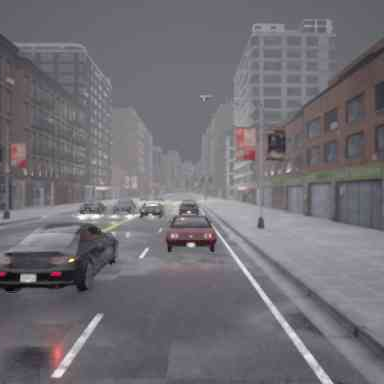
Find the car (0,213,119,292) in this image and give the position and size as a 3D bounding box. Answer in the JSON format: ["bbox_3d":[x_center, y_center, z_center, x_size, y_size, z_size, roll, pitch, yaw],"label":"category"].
[{"bbox_3d":[-3.237,1.522,8.816,1.812,1.442,4.674,0,0,-1],"label":"car"}]

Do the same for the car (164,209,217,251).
[{"bbox_3d":[-0.062,1.606,14.157,1.895,1.301,4.718,0,0,-1],"label":"car"}]

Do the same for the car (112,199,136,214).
[{"bbox_3d":[-7.007,1.502,34.868,1.837,1.490,4.892,0,0,-1],"label":"car"}]

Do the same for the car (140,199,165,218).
[{"bbox_3d":[-3.505,1.605,30.122,1.895,1.301,4.718,0,0,-1],"label":"car"}]

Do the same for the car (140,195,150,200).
[{"bbox_3d":[-10.675,1.386,75.387,1.837,1.490,4.892,0,0,-1],"label":"car"}]

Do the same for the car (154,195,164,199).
[{"bbox_3d":[-7.425,1.371,75.428,1.882,1.535,5.008,0,0,-1],"label":"car"}]

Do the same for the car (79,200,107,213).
[{"bbox_3d":[-10.255,1.554,34.685,1.994,1.385,4.181,0,0,-1],"label":"car"}]

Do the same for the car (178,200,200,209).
[{"bbox_3d":[-0.282,1.514,31.716,1.837,1.490,4.892,0,0,-1],"label":"car"}]
